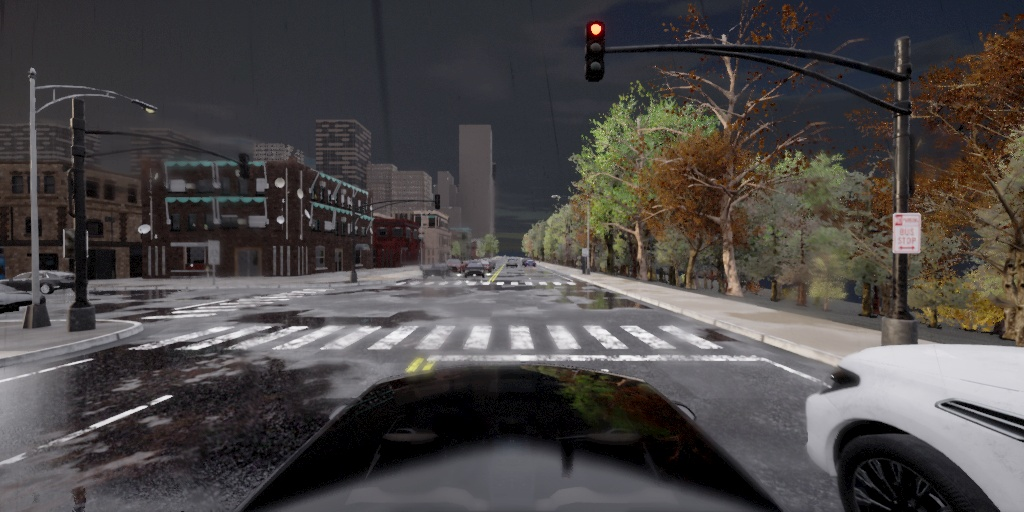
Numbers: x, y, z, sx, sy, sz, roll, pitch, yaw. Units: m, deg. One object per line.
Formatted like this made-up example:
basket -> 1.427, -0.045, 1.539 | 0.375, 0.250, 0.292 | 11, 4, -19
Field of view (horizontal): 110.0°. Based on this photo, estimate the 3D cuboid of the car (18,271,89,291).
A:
car -> -28.318, 1.557, 21.612 | 4.403, 1.370, 2.007 | 0, 0, 0

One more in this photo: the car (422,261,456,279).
car -> -6.666, 1.337, 32.462 | 1.895, 1.301, 4.718 | 0, 0, 0

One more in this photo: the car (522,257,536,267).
car -> 3.227, 1.243, 64.060 | 1.812, 1.442, 4.674 | 0, 0, 0

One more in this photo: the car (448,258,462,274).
car -> -6.666, 1.083, 41.547 | 2.097, 1.767, 4.553 | 0, 0, 0

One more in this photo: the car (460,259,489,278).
car -> -3.433, 1.283, 33.851 | 2.033, 1.411, 5.357 | 0, 0, -4

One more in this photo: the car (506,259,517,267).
car -> -0.030, 1.281, 64.091 | 1.994, 1.385, 4.181 | 0, 0, 0

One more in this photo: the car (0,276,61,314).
car -> -19.969, 1.563, 13.116 | 4.313, 1.339, 1.948 | 0, 0, 0

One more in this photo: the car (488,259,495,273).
car -> -3.418, 1.256, 43.315 | 1.812, 1.442, 4.674 | 0, 0, 0

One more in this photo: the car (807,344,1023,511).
car -> 3.356, 0.972, 0.357 | 2.150, 2.045, 5.566 | 0, 0, 0
